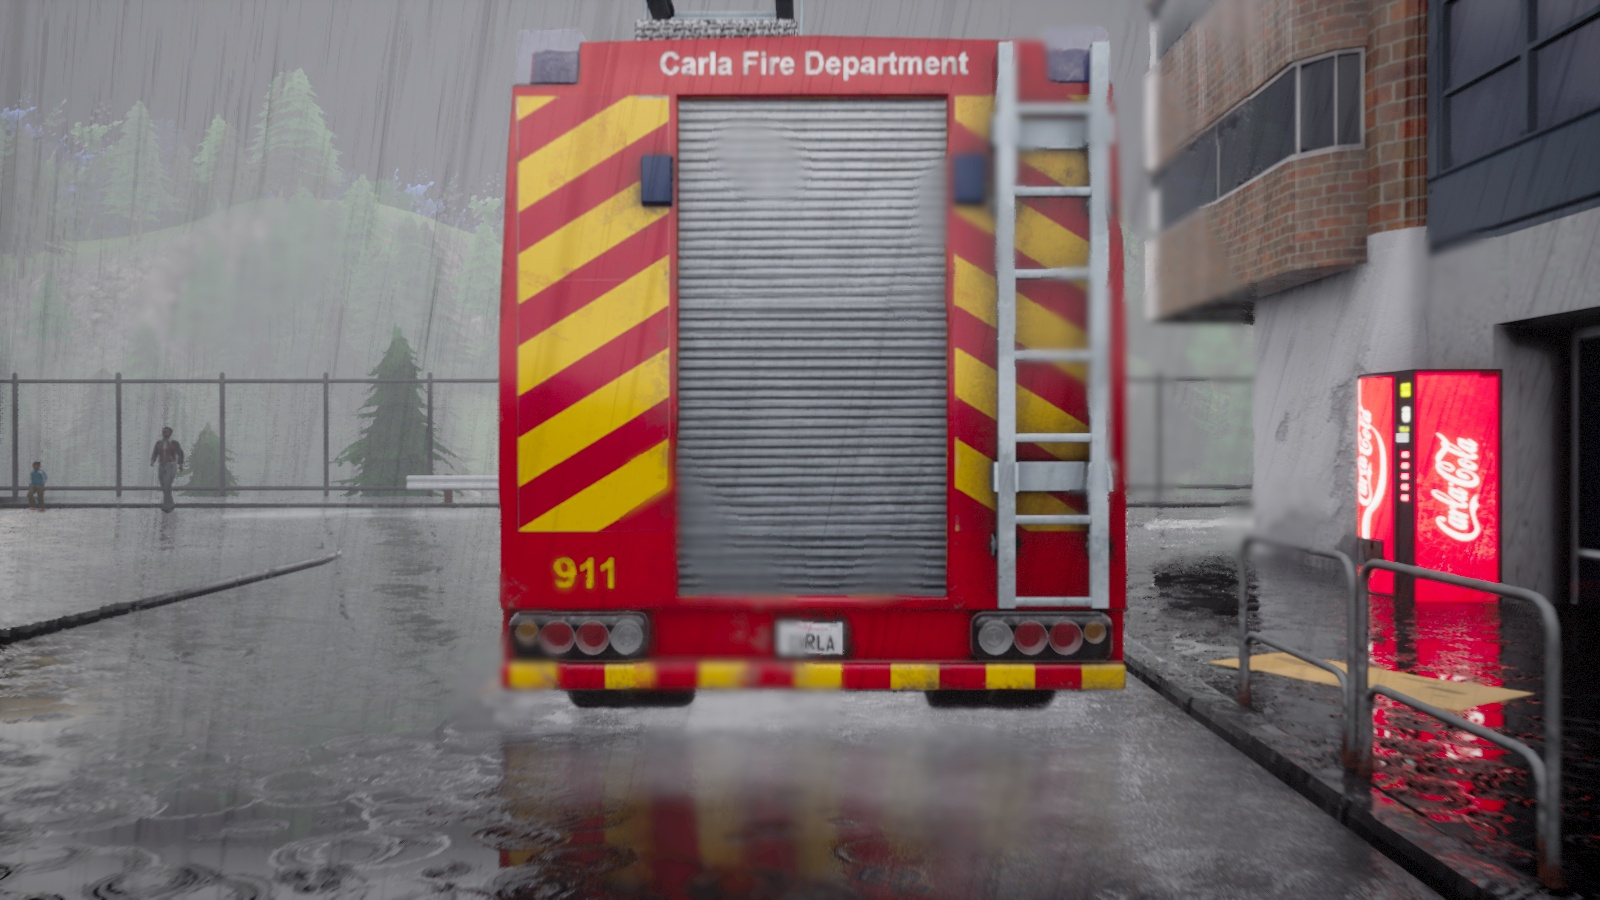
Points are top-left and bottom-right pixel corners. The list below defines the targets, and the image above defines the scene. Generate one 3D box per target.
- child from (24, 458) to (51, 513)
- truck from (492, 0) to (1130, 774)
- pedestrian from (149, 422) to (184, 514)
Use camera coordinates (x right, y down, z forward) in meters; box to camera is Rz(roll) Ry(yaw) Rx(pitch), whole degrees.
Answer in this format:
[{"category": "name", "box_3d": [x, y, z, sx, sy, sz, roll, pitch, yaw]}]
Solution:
[{"category": "child", "box_3d": [-16.891, 0.777, 27.825, 0.343, 1.192, 0.448, 0, 0, -6]}, {"category": "truck", "box_3d": [0.073, -0.467, 9.933, 2.891, 3.827, 8.468, 0, 0, 0]}, {"category": "pedestrian", "box_3d": [-13.451, 0.384, 26.671, 0.402, 1.930, 0.666, 0, 0, 1]}]
